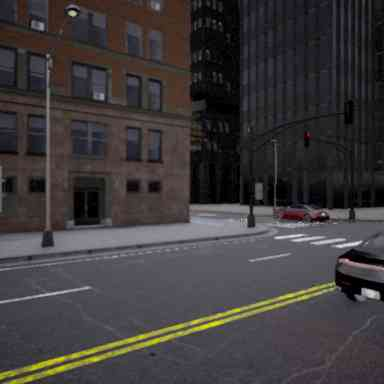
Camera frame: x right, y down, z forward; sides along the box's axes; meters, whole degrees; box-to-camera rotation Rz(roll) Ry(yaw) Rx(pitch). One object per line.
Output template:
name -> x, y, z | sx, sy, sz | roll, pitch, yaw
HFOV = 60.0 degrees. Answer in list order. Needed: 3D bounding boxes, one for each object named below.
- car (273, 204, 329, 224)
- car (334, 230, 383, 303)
car -> 8.263, 1.580, 25.481 | 1.994, 1.385, 4.181 | 0, 0, -34
car -> 4.990, 1.501, 6.993 | 4.902, 1.511, 2.128 | 0, 0, -35
